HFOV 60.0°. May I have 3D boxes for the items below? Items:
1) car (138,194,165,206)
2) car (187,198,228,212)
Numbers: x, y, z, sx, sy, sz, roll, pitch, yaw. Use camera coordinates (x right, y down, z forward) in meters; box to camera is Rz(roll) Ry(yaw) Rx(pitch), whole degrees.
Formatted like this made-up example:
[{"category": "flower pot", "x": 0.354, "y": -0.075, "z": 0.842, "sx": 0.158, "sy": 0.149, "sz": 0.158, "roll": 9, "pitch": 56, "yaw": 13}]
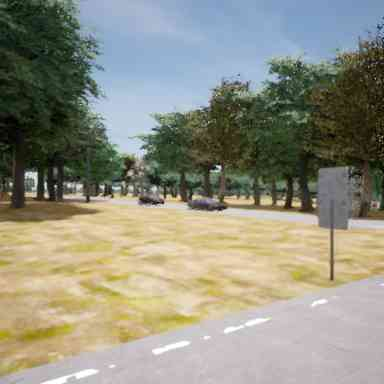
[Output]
[{"category": "car", "x": -5.692, "y": 1.089, "z": 46.496, "sx": 1.882, "sy": 1.535, "sz": 5.008, "roll": 0, "pitch": 1, "yaw": -38}, {"category": "car", "x": 1.606, "y": 1.358, "z": 37.102, "sx": 2.033, "sy": 1.411, "sz": 5.357, "roll": 1, "pitch": 1, "yaw": -37}]
